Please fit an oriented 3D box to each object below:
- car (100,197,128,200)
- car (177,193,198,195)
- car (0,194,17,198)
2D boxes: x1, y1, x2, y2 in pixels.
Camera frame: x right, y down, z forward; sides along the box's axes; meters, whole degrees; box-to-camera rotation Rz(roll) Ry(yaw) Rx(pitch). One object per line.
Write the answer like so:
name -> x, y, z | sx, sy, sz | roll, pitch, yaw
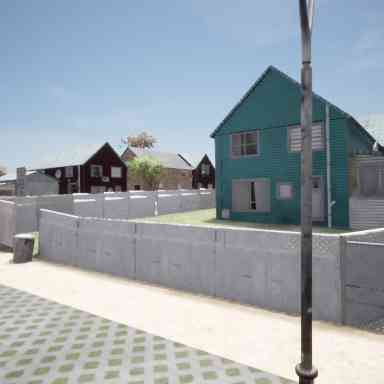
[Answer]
car -> -6.861, 0.947, 29.636 | 1.837, 1.490, 4.892 | -1, 1, 35
car -> -1.024, 0.523, 37.895 | 2.097, 1.767, 4.553 | -1, 1, 36
car -> -12.737, 1.067, 21.437 | 2.097, 1.767, 4.553 | -1, 1, 37
